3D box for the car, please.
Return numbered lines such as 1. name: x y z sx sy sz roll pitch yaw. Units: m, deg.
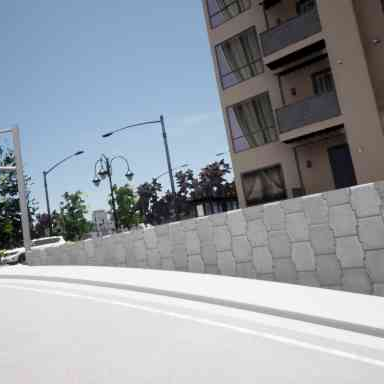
1. car: -14.123 5.315 30.277 2.150 2.045 5.566 -14 -8 35
